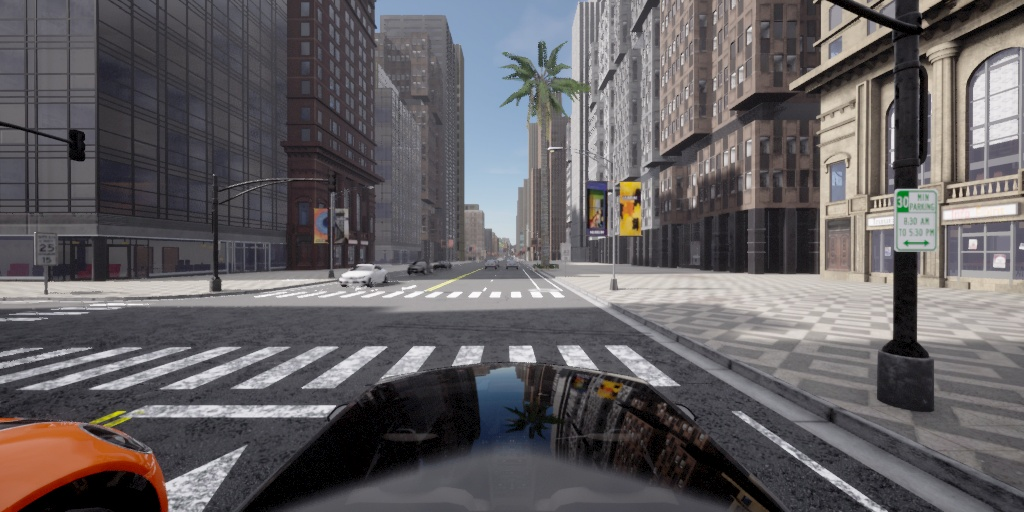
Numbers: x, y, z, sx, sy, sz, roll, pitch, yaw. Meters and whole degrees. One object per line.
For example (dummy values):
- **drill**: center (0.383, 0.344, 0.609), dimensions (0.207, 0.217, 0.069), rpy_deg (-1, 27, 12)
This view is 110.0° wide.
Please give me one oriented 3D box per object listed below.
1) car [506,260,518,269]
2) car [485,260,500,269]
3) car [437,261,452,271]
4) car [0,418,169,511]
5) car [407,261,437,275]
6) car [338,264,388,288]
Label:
- **car**: center (0.014, 1.334, 55.747), dimensions (2.033, 1.411, 5.357), rpy_deg (0, 0, 0)
- **car**: center (-3.236, 1.334, 55.749), dimensions (2.033, 1.411, 5.357), rpy_deg (0, 0, 0)
- **car**: center (-9.810, 1.379, 51.205), dimensions (1.895, 1.301, 4.718), rpy_deg (0, 0, 0)
- **car**: center (-3.150, 1.102, 0.269), dimensions (2.097, 1.767, 4.553), rpy_deg (0, 0, 0)
- **car**: center (-9.840, 1.269, 38.559), dimensions (1.837, 1.490, 4.892), rpy_deg (0, -1, 0)
- **car**: center (-9.845, 1.280, 24.222), dimensions (1.812, 1.442, 4.674), rpy_deg (0, 0, 0)
